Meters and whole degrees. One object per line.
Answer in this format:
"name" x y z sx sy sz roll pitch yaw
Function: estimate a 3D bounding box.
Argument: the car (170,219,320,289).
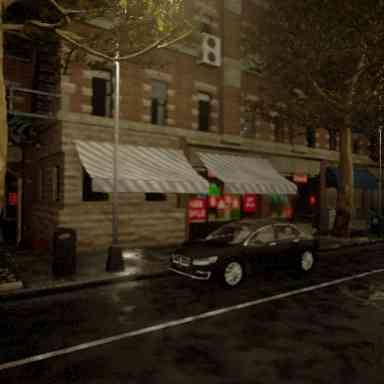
"car" 1.684 1.563 9.527 4.892 1.521 2.231 1 0 -35
